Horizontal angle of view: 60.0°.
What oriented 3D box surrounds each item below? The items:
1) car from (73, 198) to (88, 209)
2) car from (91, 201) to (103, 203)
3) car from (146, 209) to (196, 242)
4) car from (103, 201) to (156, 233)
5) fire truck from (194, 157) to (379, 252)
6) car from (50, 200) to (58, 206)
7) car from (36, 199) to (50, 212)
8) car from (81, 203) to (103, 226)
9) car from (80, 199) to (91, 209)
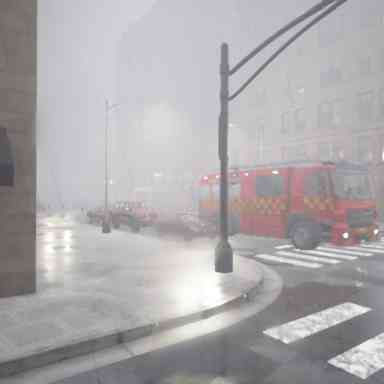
[{"bbox_3d":[-19.306,2.056,58.430,2.192,1.841,5.009,-1,0,-35],"label":"car"},{"bbox_3d":[-12.852,2.139,49.363,1.887,1.381,4.507,-1,0,-35],"label":"car"},{"bbox_3d":[-0.428,1.712,17.204,1.802,1.307,4.206,0,0,-35],"label":"car"},{"bbox_3d":[-3.658,1.513,21.739,2.192,1.841,5.009,0,0,-35],"label":"car"},{"bbox_3d":[3.871,0.441,15.773,2.891,3.827,8.468,0,-1,-35],"label":"fire truck"},{"bbox_3d":[-32.305,2.550,76.698,1.752,1.417,4.829,-1,0,-35],"label":"car"},{"bbox_3d":[-23.017,1.940,48.940,2.192,1.841,5.009,-1,0,-35],"label":"car"},{"bbox_3d":[-6.881,1.812,26.271,1.887,1.381,4.507,0,0,-35],"label":"car"},{"bbox_3d":[-16.078,2.218,53.895,2.008,1.369,4.403,-1,0,-35],"label":"car"}]
